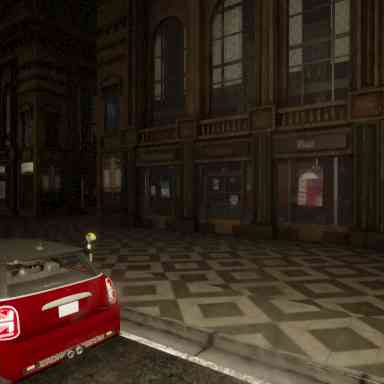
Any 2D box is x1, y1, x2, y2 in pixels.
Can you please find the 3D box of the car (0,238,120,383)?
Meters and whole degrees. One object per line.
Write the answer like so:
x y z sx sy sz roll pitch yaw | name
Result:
-3.069 1.440 5.157 4.097 1.590 1.967 0 0 36 | car
